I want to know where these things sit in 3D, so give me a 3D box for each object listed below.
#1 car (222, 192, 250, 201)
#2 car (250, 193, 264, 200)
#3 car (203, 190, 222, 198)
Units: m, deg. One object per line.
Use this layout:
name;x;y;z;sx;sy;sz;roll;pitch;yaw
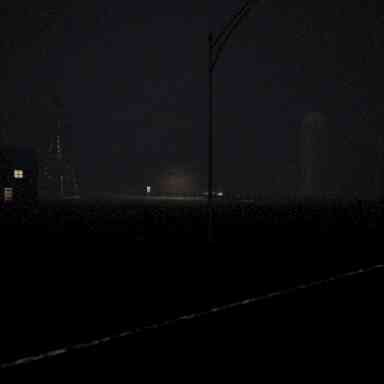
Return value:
car;9.151;0.859;69.039;2.097;1.767;4.553;-1;1;-36
car;12.641;0.995;68.907;2.128;1.511;4.902;-1;1;-36
car;5.059;0.469;79.404;2.150;2.045;5.566;-1;1;-36
